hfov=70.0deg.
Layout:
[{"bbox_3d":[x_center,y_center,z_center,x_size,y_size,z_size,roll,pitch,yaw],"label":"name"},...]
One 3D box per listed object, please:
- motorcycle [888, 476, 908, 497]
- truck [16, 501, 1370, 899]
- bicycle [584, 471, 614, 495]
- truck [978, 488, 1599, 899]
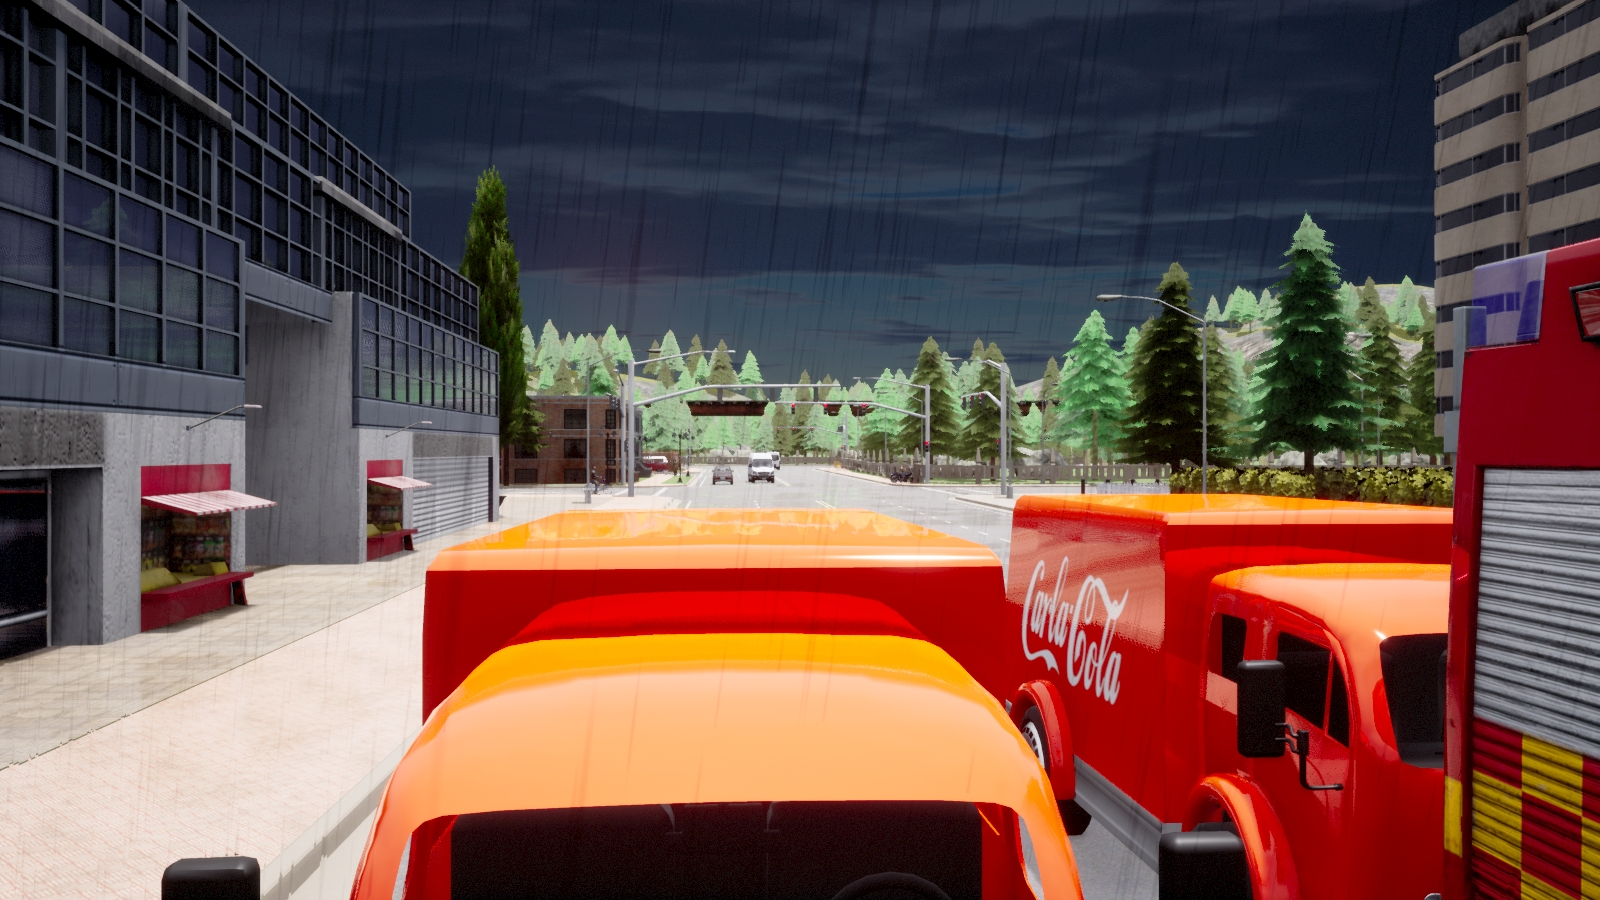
[{"bbox_3d":[5.944,2.205,69.519,0.867,1.251,2.209,0,0,-4],"label":"motorcycle"},{"bbox_3d":[-0.347,1.568,4.821,2.627,2.467,5.204,0,0,-4],"label":"truck"},{"bbox_3d":[-12.531,2.060,71.198,1.835,1.471,0.329,0,0,-11],"label":"bicycle"},{"bbox_3d":[3.003,1.568,7.234,2.627,2.467,5.204,0,0,-4],"label":"truck"}]
